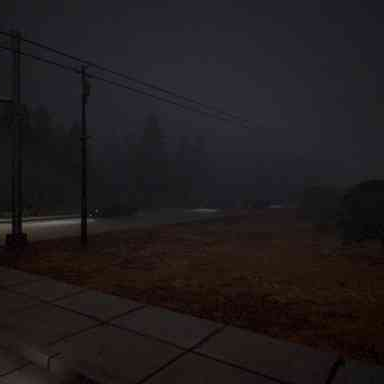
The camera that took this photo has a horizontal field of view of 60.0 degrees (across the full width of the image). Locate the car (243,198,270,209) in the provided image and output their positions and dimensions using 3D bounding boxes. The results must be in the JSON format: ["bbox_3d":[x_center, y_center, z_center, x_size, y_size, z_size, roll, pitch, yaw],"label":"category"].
[{"bbox_3d":[8.428,1.467,43.024,1.895,1.301,4.718,0,0,37],"label":"car"}]

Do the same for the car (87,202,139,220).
[{"bbox_3d":[-6.888,1.584,28.572,1.895,1.301,4.718,0,0,37],"label":"car"}]

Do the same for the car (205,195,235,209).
[{"bbox_3d":[3.659,1.242,42.766,2.097,1.767,4.553,0,0,37],"label":"car"}]
